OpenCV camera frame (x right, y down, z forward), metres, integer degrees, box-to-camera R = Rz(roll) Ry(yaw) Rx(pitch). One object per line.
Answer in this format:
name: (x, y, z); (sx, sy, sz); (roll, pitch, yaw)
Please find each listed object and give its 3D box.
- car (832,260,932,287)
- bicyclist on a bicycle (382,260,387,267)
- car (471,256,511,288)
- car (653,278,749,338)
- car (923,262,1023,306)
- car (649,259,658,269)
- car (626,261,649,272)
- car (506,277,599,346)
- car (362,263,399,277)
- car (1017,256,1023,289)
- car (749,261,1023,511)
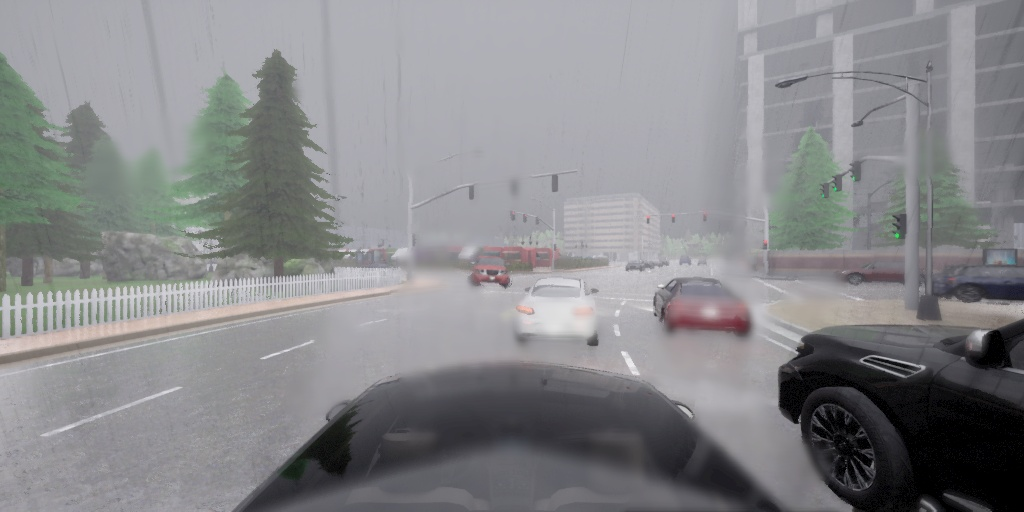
car: (25.903, 1.157, 25.387); (4.553, 1.767, 2.097); (0, 0, 29)
bicyclist on a bicycle: (-15.755, 1.258, 44.253); (0.582, 1.620, 1.656); (0, 0, -23)
car: (-1.431, 0.999, 24.023); (2.150, 2.045, 5.566); (2, -1, -6)
car: (5.292, 1.314, 10.409); (1.994, 1.385, 4.181); (0, 0, 17)
car: (21.607, 1.157, 15.521); (4.553, 1.767, 2.097); (0, 0, 30)
car: (20.781, 1.351, 55.401); (1.895, 1.301, 4.718); (0, 0, 29)
car: (16.457, 1.314, 47.661); (1.994, 1.385, 4.181); (0, 0, 29)
car: (1.271, 1.276, 9.399); (1.812, 1.442, 4.674); (0, 0, 11)
car: (-12.867, 1.370, 35.059); (4.181, 1.385, 1.994); (0, 0, 30)
car: (34.242, 1.027, 20.660); (5.566, 2.045, 2.150); (0, 0, 30)
car: (3.737, 0.971, 1.179); (2.150, 2.045, 5.566); (0, 0, 0)
